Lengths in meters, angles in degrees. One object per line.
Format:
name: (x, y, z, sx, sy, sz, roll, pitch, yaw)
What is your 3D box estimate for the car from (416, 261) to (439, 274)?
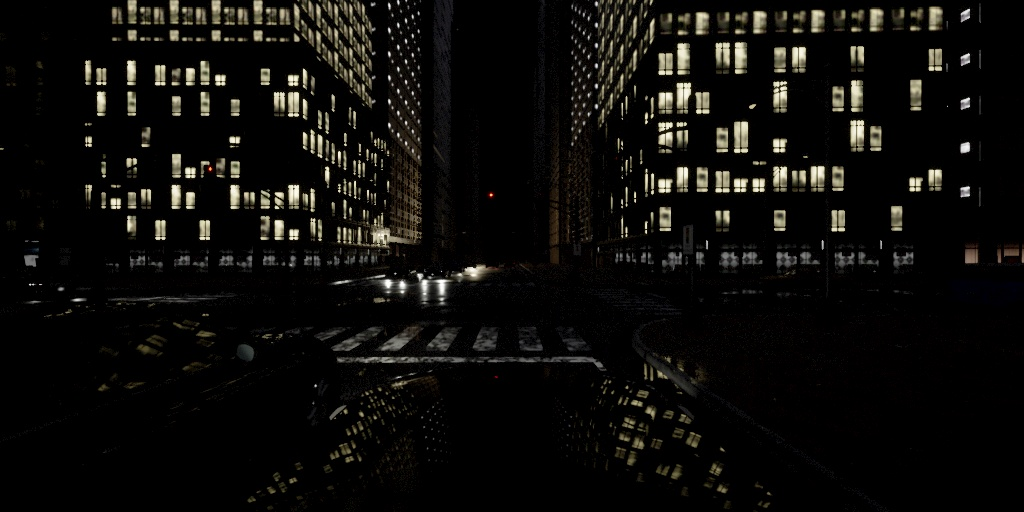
car: (-10.128, 1.364, 43.291, 1.994, 1.385, 4.181, 0, 0, -2)

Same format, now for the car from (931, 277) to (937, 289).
car: (26.803, 1.356, 20.528, 4.207, 1.307, 1.802, 0, 0, 2)

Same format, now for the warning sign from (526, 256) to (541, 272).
warning sign: (2.600, 0.910, 40.844, 1.300, 1.860, 1.060, 0, 0, 0)

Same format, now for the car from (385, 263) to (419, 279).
car: (-10.049, 1.343, 32.807, 1.994, 1.385, 4.181, 0, 0, 0)

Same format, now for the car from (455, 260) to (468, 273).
car: (-6.869, 1.279, 43.809, 1.882, 1.535, 5.008, 0, 0, 0)

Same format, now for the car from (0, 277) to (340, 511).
car: (-3.155, 1.102, 2.569, 2.097, 1.767, 4.553, 0, 0, 0)

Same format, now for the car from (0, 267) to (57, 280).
car: (-23.088, 1.250, 16.399, 4.902, 1.511, 2.128, 0, 0, 0)

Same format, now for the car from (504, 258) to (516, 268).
car: (-0.397, 1.426, 63.840, 1.994, 1.385, 4.181, 0, 0, 0)

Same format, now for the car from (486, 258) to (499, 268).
car: (-3.541, 1.214, 63.660, 2.097, 1.767, 4.553, 0, 0, -1)

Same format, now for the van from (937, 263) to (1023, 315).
van: (18.289, 1.119, 12.786, 3.998, 1.789, 1.690, 0, 0, 2)

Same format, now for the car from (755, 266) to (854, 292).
car: (16.966, 1.293, 20.949, 4.829, 1.417, 1.751, 0, 0, 2)

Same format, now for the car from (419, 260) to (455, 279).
car: (-6.798, 1.305, 32.963, 1.812, 1.442, 4.674, 0, 0, 0)

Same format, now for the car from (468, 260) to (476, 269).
car: (-6.936, 1.406, 58.170, 1.994, 1.385, 4.181, 0, 0, 0)
